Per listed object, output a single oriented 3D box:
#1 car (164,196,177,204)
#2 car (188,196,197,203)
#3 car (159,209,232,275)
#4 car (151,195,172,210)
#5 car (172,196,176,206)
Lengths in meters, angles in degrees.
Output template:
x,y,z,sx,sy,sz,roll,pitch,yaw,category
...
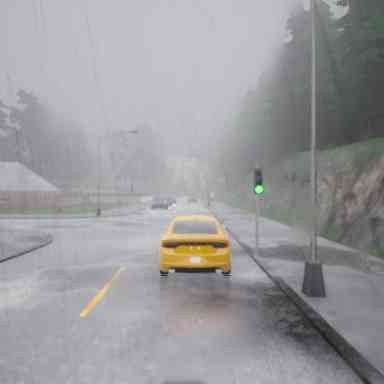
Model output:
x,y,z,sx,sy,sz,roll,pitch,yaw,category
-3.999,1.523,62.527,1.994,1.385,4.181,0,0,0,car
0.106,1.502,69.186,2.033,1.411,5.357,0,0,0,car
0.091,1.471,10.437,1.882,1.535,5.008,0,0,0,car
-4.091,1.324,43.199,2.097,1.767,4.553,0,0,0,car
-4.072,1.530,52.518,1.994,1.385,4.181,0,0,0,car
